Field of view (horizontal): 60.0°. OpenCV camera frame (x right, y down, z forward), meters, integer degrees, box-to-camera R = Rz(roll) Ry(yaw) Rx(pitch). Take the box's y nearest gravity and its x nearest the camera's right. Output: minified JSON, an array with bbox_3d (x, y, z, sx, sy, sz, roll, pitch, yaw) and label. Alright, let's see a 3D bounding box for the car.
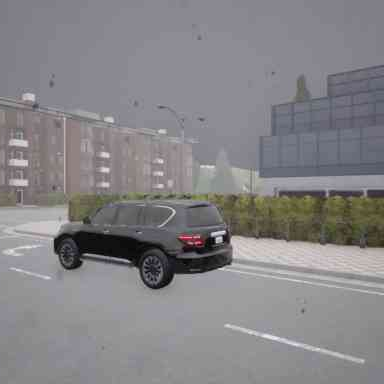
[{"bbox_3d":[-1.552,1.221,9.387,5.566,2.045,2.150,0,0,35],"label":"car"}]
